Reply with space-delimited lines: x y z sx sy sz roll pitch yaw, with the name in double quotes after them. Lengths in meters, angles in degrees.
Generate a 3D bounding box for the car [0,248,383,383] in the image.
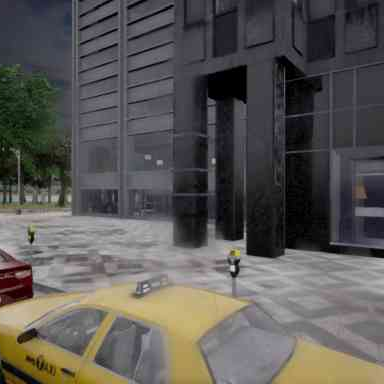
-0.591 1.525 3.384 4.829 1.417 1.752 0 0 36 "car"
